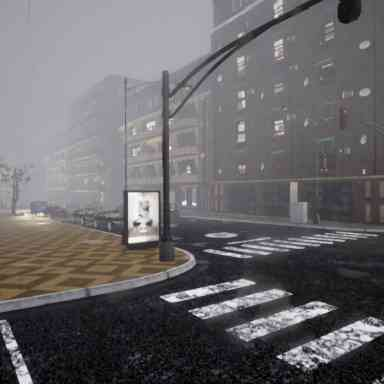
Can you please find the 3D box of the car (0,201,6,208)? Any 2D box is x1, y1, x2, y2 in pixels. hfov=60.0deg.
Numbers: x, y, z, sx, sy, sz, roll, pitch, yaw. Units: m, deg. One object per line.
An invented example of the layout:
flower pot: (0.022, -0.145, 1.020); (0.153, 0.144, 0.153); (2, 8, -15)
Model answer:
car: (-44.561, 2.862, 77.386); (1.887, 1.381, 4.507); (-2, 0, -36)

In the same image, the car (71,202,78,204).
car: (-21.450, 2.424, 59.735); (1.802, 1.307, 4.206); (-2, 0, -36)

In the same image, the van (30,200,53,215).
van: (-19.755, 2.035, 43.038); (1.690, 1.788, 3.998); (-2, 0, -36)

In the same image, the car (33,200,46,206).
car: (-37.771, 2.797, 82.297); (1.887, 1.381, 4.507); (-2, 0, -36)

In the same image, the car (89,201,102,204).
car: (-14.922, 2.118, 50.713); (1.967, 1.590, 4.097); (-2, 0, -36)

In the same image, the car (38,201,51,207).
car: (-34.506, 2.736, 77.784); (1.947, 1.339, 4.313); (-2, 0, -36)

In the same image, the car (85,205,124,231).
car: (-5.497, 1.888, 23.160); (2.008, 1.369, 4.403); (-2, 0, -36)

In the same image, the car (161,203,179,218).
car: (-3.075, 1.824, 34.548); (1.967, 1.590, 4.097); (-2, 0, -36)

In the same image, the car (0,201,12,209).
car: (-38.033, 2.703, 68.361); (2.008, 1.369, 4.403); (-2, 0, -36)

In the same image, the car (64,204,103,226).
car: (-8.761, 1.969, 27.673); (2.008, 1.369, 4.403); (-2, 0, -36)

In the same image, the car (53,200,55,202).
car: (-31.246, 2.528, 73.272); (1.967, 1.590, 4.097); (-2, 0, -36)

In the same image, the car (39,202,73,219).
car: (-14.837, 2.115, 36.150); (1.887, 1.381, 4.507); (-2, 0, -36)
